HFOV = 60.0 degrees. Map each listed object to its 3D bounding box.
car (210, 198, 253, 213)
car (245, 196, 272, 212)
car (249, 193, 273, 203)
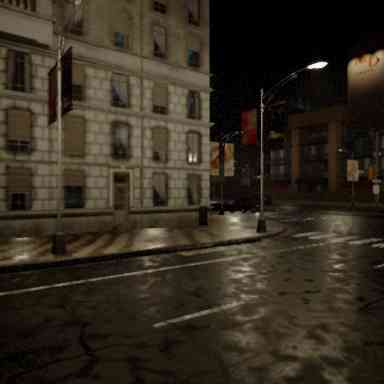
[{"bbox_3d":[3.992,1.600,36.382,1.895,1.301,4.718,0,0,-36],"label":"car"},{"bbox_3d":[6.639,1.524,38.696,1.812,1.442,4.674,0,0,-36],"label":"car"},{"bbox_3d":[10.389,1.219,53.410,2.150,2.045,5.566,0,0,-36],"label":"car"}]
